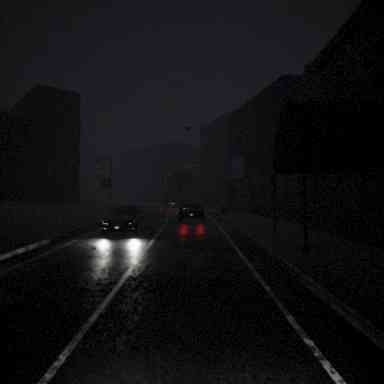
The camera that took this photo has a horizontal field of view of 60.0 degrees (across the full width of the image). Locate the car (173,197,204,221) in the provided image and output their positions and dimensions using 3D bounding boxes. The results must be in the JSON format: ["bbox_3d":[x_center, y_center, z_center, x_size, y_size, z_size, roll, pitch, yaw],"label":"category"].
[{"bbox_3d":[-0.156,1.346,25.408,2.128,1.511,4.902,0,1,-3],"label":"car"}]

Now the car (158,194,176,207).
[{"bbox_3d":[-3.020,1.084,42.440,1.837,1.490,4.892,1,1,-17],"label":"car"}]

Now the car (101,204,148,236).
[{"bbox_3d":[-3.537,1.434,18.102,1.837,1.490,4.892,0,0,0],"label":"car"}]
